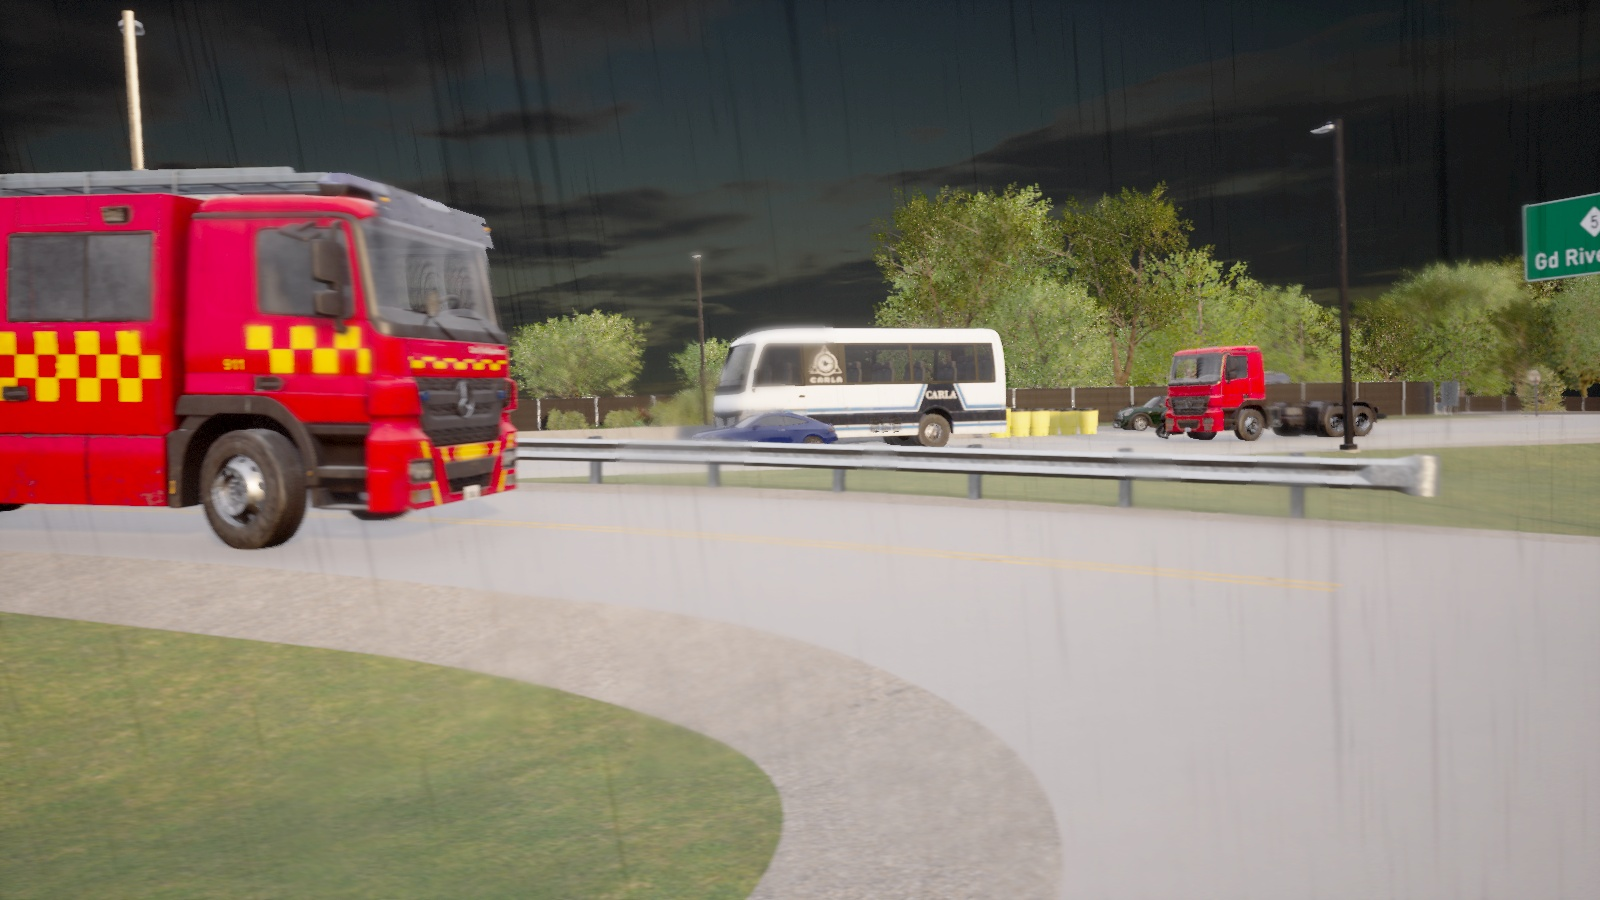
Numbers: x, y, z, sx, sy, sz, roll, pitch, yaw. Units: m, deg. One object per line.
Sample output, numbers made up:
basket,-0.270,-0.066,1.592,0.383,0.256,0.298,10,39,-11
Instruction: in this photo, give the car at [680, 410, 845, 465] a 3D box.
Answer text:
car,-1.149,-0.402,38.567,4.674,1.442,1.812,-3,2,-21

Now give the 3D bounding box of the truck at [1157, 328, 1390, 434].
truck,17.276,-2.502,45.745,7.936,3.462,2.891,-3,2,-21

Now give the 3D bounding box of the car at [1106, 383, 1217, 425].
car,17.025,-2.160,59.253,4.553,1.767,2.097,-2,2,-2

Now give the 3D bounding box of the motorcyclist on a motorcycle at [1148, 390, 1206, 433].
motorcyclist on a motorcycle,14.540,-1.487,48.446,2.044,1.523,0.797,-3,2,-21

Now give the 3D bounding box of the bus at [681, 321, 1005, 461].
bus,1.497,-2.074,43.341,10.273,4.253,3.944,-3,2,-21

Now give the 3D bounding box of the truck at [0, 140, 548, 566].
truck,-7.309,-0.907,13.472,8.468,3.827,2.891,0,3,10
